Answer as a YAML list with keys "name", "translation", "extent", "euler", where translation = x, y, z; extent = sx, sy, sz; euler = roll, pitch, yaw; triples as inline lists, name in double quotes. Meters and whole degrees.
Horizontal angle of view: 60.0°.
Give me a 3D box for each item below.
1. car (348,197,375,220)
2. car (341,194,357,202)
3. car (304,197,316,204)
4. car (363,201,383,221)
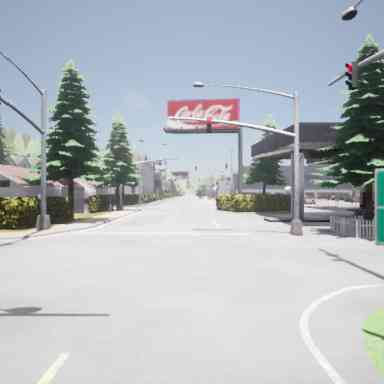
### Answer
- name: "car"
  translation: [14.312, 1.530, 25.002]
  extent: [3.866, 1.878, 1.905]
  euler: [0, 0, 0]
- name: "car"
  translation: [34.741, 1.563, 71.907]
  extent: [2.007, 1.523, 4.514]
  euler: [0, 0, 0]
- name: "car"
  translation: [22.355, 1.618, 64.087]
  extent: [1.970, 1.475, 3.806]
  euler: [0, 0, 0]
- name: "car"
  translation: [18.625, 1.703, 30.681]
  extent: [4.611, 1.667, 2.242]
  euler: [0, 0, 0]
